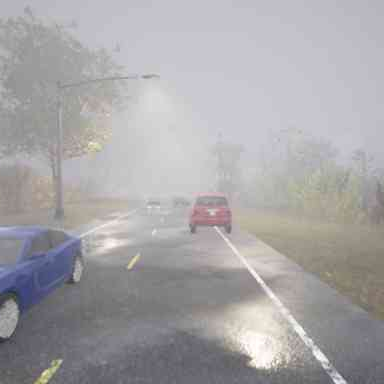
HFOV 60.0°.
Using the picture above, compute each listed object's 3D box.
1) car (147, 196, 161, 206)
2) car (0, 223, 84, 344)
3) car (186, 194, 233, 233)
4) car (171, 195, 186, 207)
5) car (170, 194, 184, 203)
[{"bbox_3d":[-5.500,1.246,48.399,2.033,1.411,5.357,0,0,-4],"label":"car"},{"bbox_3d":[-3.663,1.448,6.537,1.882,1.535,5.008,0,0,-1],"label":"car"},{"bbox_3d":[0.926,1.121,18.886,2.150,2.045,5.566,0,0,-2],"label":"car"},{"bbox_3d":[-1.646,1.219,45.708,1.837,1.490,4.892,0,1,-4],"label":"car"},{"bbox_3d":[-2.659,1.170,57.738,2.033,1.411,5.357,0,0,-5],"label":"car"}]
